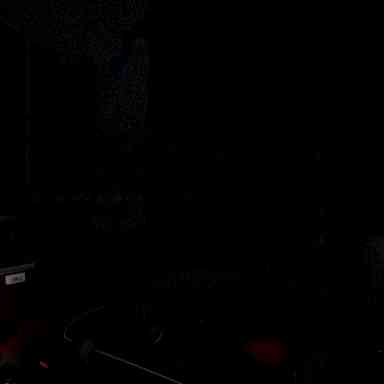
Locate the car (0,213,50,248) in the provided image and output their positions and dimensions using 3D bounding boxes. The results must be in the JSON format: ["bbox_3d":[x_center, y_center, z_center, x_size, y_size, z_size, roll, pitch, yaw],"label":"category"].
[{"bbox_3d":[-4.455,1.315,6.127,5.009,1.841,2.192,0,0,35],"label":"car"}]

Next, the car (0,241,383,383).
[{"bbox_3d":[-0.023,1.440,2.976,4.097,1.590,1.967,0,0,35],"label":"car"}]
